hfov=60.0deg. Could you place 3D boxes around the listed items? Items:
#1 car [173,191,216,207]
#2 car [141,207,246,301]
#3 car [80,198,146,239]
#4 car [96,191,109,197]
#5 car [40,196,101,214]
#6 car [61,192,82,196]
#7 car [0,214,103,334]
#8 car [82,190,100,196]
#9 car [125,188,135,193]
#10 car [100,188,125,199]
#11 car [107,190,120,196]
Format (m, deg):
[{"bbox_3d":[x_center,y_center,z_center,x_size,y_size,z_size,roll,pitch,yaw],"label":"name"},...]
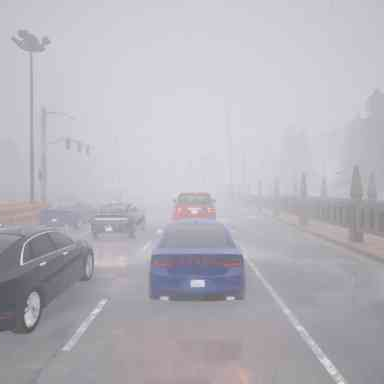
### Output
[{"bbox_3d":[0.124,0.978,18.059,2.150,2.045,5.566,0,1,0],"label":"car"},{"bbox_3d":[0.101,1.383,8.189,1.882,1.535,5.008,0,1,0],"label":"car"},{"bbox_3d":[-3.379,1.279,15.976,2.128,1.511,4.902,0,1,0],"label":"car"},{"bbox_3d":[-20.752,0.455,77.174,1.895,1.301,4.718,0,1,0],"label":"car"},{"bbox_3d":[-6.869,1.219,19.059,1.882,1.535,5.008,0,1,0],"label":"car"},{"bbox_3d":[-20.902,0.697,56.609,1.812,1.442,4.674,0,1,1],"label":"car"},{"bbox_3d":[-3.401,1.435,6.603,1.837,1.490,4.892,0,1,0],"label":"car"},{"bbox_3d":[-20.790,0.371,66.882,2.097,1.767,4.553,0,1,0],"label":"car"},{"bbox_3d":[-13.783,0.214,68.674,2.150,2.045,5.566,0,1,0],"label":"car"},{"bbox_3d":[-13.900,0.367,58.352,2.150,2.045,5.566,0,1,0],"label":"car"},{"bbox_3d":[-20.711,0.236,87.925,2.033,1.411,5.357,0,1,0],"label":"car"}]
